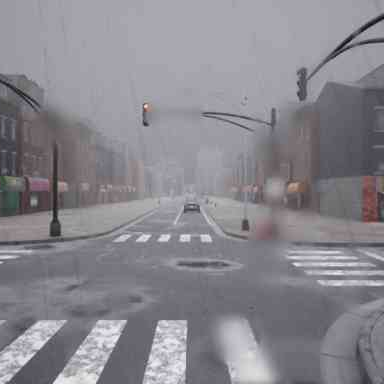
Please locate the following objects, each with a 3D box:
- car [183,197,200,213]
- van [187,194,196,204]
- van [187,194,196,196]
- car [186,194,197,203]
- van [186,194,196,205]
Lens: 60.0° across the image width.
[{"bbox_3d":[-0.021,1.563,36.691,1.947,1.339,4.313,0,0,0],"label":"car"},{"bbox_3d":[-0.128,1.347,64.719,1.690,1.788,3.998,0,0,0],"label":"van"},{"bbox_3d":[-0.085,1.341,53.508,1.690,1.788,3.998,0,0,0],"label":"van"},{"bbox_3d":[-0.149,1.326,70.324,2.192,1.841,5.009,0,0,0],"label":"car"},{"bbox_3d":[-0.107,1.344,59.114,1.690,1.788,3.998,0,0,0],"label":"van"}]
